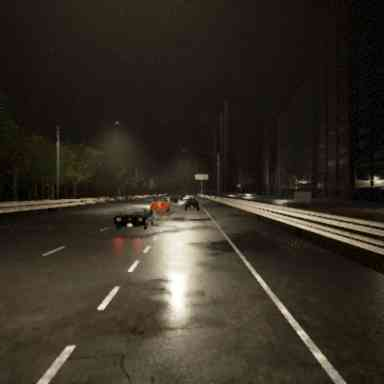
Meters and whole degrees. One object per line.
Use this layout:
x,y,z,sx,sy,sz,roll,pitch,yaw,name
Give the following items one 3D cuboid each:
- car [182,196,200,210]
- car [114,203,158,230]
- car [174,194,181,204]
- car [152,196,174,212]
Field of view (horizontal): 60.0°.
-0.017,1.558,44.101,1.837,1.490,4.892,0,0,0,car
-3.533,1.613,21.122,1.895,1.301,4.718,0,0,0,car
-3.771,1.643,68.749,1.837,1.490,4.892,0,0,0,car
-3.595,1.393,38.729,2.097,1.767,4.553,0,0,0,car
